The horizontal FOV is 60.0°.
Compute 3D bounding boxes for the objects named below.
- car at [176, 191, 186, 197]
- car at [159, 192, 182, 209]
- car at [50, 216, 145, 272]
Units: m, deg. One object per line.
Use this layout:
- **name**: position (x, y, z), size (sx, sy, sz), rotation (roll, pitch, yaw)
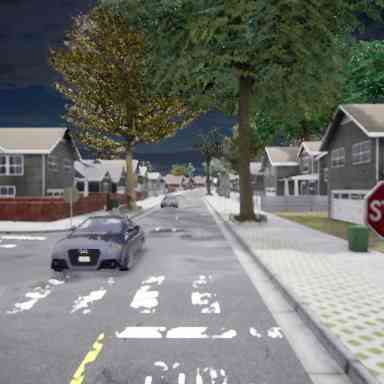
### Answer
- **car**: position (-2.152, 0.430, 60.697), size (1.882, 1.535, 5.008), rotation (0, 1, 1)
- **car**: position (-2.396, 1.069, 36.444), size (1.837, 1.490, 4.892), rotation (0, 1, 1)
- **car**: position (-2.662, 1.451, 10.253), size (1.994, 1.385, 4.181), rotation (0, 1, 1)
